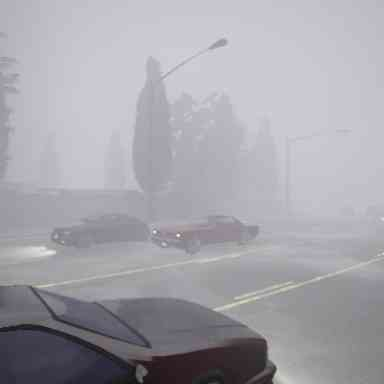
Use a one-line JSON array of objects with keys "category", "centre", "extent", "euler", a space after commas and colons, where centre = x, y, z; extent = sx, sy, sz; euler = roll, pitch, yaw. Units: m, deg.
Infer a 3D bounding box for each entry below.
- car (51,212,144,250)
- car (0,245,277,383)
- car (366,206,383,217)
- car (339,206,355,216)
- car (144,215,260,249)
[{"category": "car", "centre": [-3.868, 1.587, 14.530], "extent": [4.181, 1.385, 1.994], "euler": [0, 0, -40]}, {"category": "car", "centre": [-1.737, 1.558, 2.596], "extent": [5.357, 1.411, 2.033], "euler": [0, 0, -36]}, {"category": "car", "centre": [25.385, 2.692, 46.281], "extent": [1.882, 1.535, 5.008], "euler": [0, -2, 25]}, {"category": "car", "centre": [22.484, 2.750, 48.318], "extent": [1.812, 1.442, 4.674], "euler": [0, -2, 24]}, {"category": "car", "centre": [0.642, 1.628, 13.698], "extent": [4.718, 1.301, 1.895], "euler": [0, 0, -41]}]
